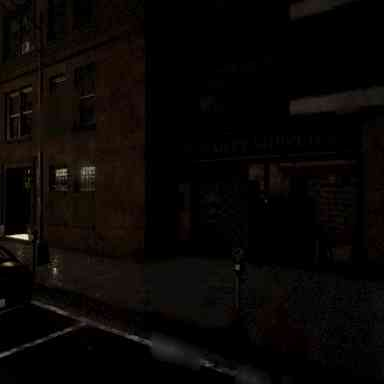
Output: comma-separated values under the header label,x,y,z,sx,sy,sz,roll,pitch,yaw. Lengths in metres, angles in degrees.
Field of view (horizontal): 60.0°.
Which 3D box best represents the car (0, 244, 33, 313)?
label,x,y,z,sx,sy,sz,roll,pitch,yaw
car,-4.859,1.551,6.535,4.403,1.369,2.008,0,0,35
